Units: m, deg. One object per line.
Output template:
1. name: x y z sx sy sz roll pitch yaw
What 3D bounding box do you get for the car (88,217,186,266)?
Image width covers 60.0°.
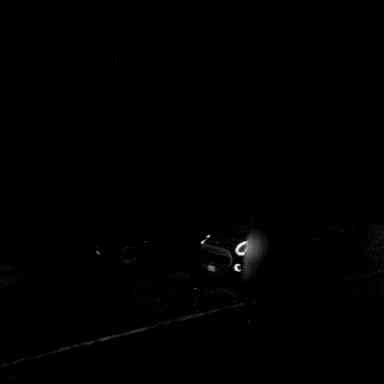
1. car: -1.072 1.581 11.577 4.718 1.301 1.895 0 0 -33

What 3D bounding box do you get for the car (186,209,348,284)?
1. car: 2.387 1.339 9.613 4.553 1.767 2.097 0 0 -32
